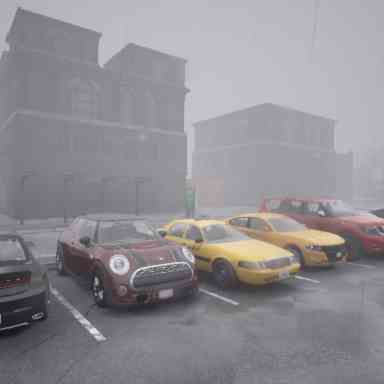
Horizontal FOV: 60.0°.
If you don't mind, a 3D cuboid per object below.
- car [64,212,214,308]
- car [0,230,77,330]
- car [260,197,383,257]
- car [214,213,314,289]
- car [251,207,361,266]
[{"bbox_3d":[-1.796,1.355,8.196,2.185,1.767,4.553,0,0,-35],"label":"car"},{"bbox_3d":[-4.145,1.481,6.481,2.231,1.521,4.892,0,0,-35],"label":"car"},{"bbox_3d":[4.944,1.230,12.910,2.435,2.045,5.566,0,0,-35],"label":"car"},{"bbox_3d":[0.497,1.478,9.559,1.946,1.575,5.366,0,0,-35],"label":"car"},{"bbox_3d":[2.656,1.481,11.326,2.097,1.535,5.008,0,0,-35],"label":"car"}]
